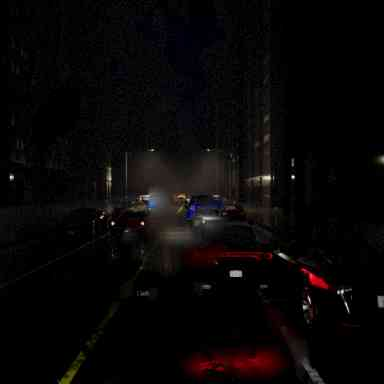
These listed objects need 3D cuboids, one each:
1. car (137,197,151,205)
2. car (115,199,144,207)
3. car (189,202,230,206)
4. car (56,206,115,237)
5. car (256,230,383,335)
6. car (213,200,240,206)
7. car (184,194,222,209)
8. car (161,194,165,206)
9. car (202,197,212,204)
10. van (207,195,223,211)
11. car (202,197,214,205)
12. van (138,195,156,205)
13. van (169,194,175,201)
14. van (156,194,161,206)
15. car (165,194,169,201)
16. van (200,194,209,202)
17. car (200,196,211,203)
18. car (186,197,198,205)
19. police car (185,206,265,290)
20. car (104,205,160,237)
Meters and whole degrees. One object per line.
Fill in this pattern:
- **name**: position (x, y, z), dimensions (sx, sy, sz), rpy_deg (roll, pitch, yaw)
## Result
- **car**: position (-5.763, 1.519, 34.747), dimensions (1.752, 1.417, 4.829), rpy_deg (0, 0, 0)
- **car**: position (-5.764, 1.546, 29.276), dimensions (2.008, 1.369, 4.403), rpy_deg (0, 0, 0)
- **car**: position (0.900, 1.523, 19.102), dimensions (1.812, 1.442, 4.674), rpy_deg (0, 0, 0)
- **car**: position (-5.766, 1.563, 17.995), dimensions (1.947, 1.339, 4.313), rpy_deg (0, 0, 0)
- **car**: position (2.757, 1.565, 6.716), dimensions (1.947, 1.339, 4.313), rpy_deg (0, 0, 0)
- **car**: position (2.760, 1.541, 23.638), dimensions (1.887, 1.381, 4.507), rpy_deg (0, 0, 0)
- **car**: position (0.702, 1.218, 25.109), dimensions (2.150, 2.045, 5.566), rpy_deg (0, 0, -1)
- **car**: position (-5.760, 1.431, 51.839), dimensions (1.967, 1.590, 4.097), rpy_deg (0, 0, 0)
- **car**: position (2.768, 1.570, 63.123), dimensions (1.802, 1.307, 4.206), rpy_deg (0, 0, 0)
- **van**: position (2.763, 1.334, 40.560), dimensions (1.690, 1.788, 3.998), rpy_deg (0, 0, 0)
- **car**: position (2.767, 1.571, 57.483), dimensions (1.802, 1.307, 4.206), rpy_deg (0, 0, 0)
- **van**: position (-5.763, 1.334, 40.557), dimensions (1.690, 1.788, 3.998), rpy_deg (0, 0, 0)
- **van**: position (-5.755, 1.325, 80.044), dimensions (1.690, 1.788, 3.998), rpy_deg (0, 0, 0)
- **van**: position (-5.762, 1.333, 46.198), dimensions (1.690, 1.788, 3.998), rpy_deg (0, 0, 0)
- **car**: position (-5.760, 1.305, 57.480), dimensions (2.192, 1.841, 5.009), rpy_deg (0, 0, 0)
- **van**: position (2.769, 1.326, 74.405), dimensions (1.690, 1.788, 3.998), rpy_deg (0, 0, 0)
- **car**: position (2.769, 1.552, 68.764), dimensions (1.947, 1.339, 4.313), rpy_deg (0, 0, 0)
- **car**: position (0.007, 1.590, 57.608), dimensions (1.895, 1.301, 4.718), rpy_deg (0, 0, 0)
- **police car**: position (0.841, 1.424, 9.202), dimensions (1.930, 1.638, 5.238), rpy_deg (0, 0, -1)
- **car**: position (-3.101, 1.598, 18.200), dimensions (1.895, 1.301, 4.718), rpy_deg (0, 0, 0)
